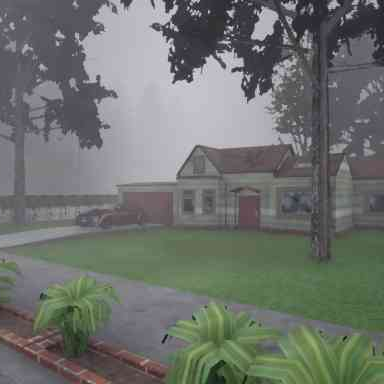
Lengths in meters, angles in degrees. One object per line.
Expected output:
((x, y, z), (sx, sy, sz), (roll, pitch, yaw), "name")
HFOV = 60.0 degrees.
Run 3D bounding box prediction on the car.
((-4.436, 1.302, 18.826), (1.994, 1.381, 4.181), (0, 0, 36), "car")
